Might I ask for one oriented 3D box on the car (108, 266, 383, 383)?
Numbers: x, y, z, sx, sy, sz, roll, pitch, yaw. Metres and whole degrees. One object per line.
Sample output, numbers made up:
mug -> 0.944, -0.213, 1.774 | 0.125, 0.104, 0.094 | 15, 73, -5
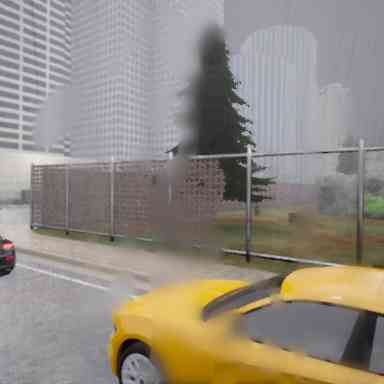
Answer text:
car -> 1.353, 1.467, 3.058 | 5.008, 1.535, 1.882 | 1, 1, 35

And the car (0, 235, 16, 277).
car -> -6.252, 1.364, 8.420 | 4.674, 1.442, 1.812 | 1, 1, 35
